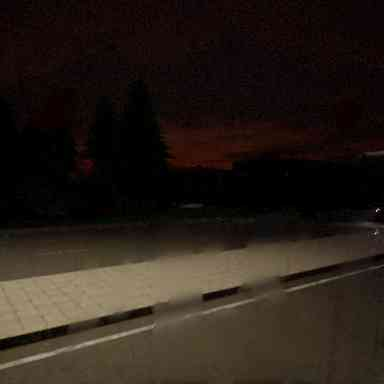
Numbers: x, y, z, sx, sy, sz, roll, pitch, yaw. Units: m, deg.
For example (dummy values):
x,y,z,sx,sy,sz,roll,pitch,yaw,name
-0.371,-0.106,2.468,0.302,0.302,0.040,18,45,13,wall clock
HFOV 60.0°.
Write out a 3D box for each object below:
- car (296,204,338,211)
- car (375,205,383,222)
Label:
x,y,z,sx,sy,sz,roll,pitch,yaw,name
11.497,1.241,30.483,4.718,1.301,1.895,0,0,-35,car
15.609,1.357,24.817,4.553,1.767,2.097,0,0,-35,car
